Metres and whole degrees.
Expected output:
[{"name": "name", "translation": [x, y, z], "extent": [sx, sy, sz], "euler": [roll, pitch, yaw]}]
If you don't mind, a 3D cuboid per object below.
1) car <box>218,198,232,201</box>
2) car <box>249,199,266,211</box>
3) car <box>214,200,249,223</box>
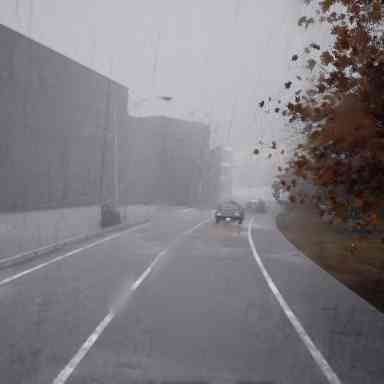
[{"name": "car", "translation": [4.214, 1.458, 41.227], "extent": [1.994, 1.385, 4.181], "euler": [2, 0, 21]}, {"name": "car", "translation": [8.089, 1.550, 41.826], "extent": [1.812, 1.442, 4.674], "euler": [2, 0, 21]}, {"name": "car", "translation": [2.939, 1.552, 24.757], "extent": [1.895, 1.301, 4.718], "euler": [1, 0, 12]}]
